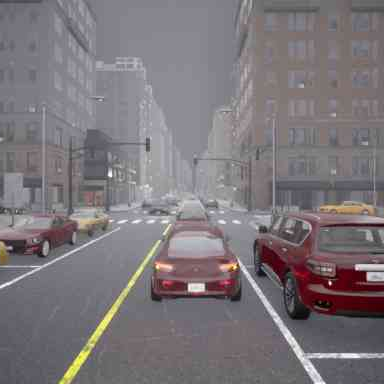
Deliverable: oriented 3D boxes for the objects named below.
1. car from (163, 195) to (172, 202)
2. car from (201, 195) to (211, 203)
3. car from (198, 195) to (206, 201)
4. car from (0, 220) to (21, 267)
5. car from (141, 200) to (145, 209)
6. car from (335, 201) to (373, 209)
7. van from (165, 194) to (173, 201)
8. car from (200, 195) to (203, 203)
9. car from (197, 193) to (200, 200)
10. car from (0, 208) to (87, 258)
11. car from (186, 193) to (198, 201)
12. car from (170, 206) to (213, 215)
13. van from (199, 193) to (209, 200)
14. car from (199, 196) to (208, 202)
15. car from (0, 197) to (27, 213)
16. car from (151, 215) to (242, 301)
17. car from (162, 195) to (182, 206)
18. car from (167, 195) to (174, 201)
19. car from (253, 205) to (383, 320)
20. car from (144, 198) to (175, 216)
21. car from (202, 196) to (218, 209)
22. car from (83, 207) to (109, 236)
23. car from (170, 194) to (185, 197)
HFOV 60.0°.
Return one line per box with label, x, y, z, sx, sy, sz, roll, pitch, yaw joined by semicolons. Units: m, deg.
car;-5.808;1.466;79.559;1.967;1.590;4.097;1;0;0
car;2.702;1.594;51.182;1.802;1.307;4.206;1;0;0
car;2.721;1.599;90.895;1.947;1.339;4.313;1;0;0
car;-5.845;1.527;7.083;1.752;1.417;4.829;1;0;0
car;-5.827;1.555;45.522;1.887;1.381;4.507;1;0;0
car;15.141;1.641;32.697;5.008;1.535;1.882;0;-1;1
van;-5.805;1.371;85.232;1.690;1.788;3.998;1;0;0
car;2.704;1.597;56.855;1.802;1.307;4.206;1;0;0
car;2.713;1.335;68.202;2.192;1.841;5.009;1;0;0
car;-5.843;1.547;12.877;1.887;1.381;4.507;1;0;0
car;0.044;1.570;85.243;2.033;1.411;5.357;0;0;0
car;0.072;1.605;17.375;1.895;1.301;4.718;0;0;0
van;2.710;1.358;62.529;1.690;1.788;3.998;1;0;0
car;2.716;1.608;79.548;1.802;1.307;4.206;1;0;0
car;-17.245;1.198;29.697;4.553;1.767;2.097;1;-1;0
car;0.090;1.528;8.197;1.812;1.442;4.674;0;0;0
car;-3.072;1.560;51.274;2.033;1.411;5.357;0;0;0
car;-5.804;1.615;90.904;1.802;1.307;4.206;1;0;0
car;2.683;1.317;7.240;2.192;1.841;5.009;1;0;0
car;-3.069;1.554;32.874;2.033;1.411;5.357;1;-1;0
car;2.699;1.593;45.508;1.802;1.307;4.206;1;0;0
car;-5.840;1.529;18.332;1.752;1.417;4.829;1;0;0
car;-2.975;1.526;68.063;1.837;1.490;4.892;0;-1;0
